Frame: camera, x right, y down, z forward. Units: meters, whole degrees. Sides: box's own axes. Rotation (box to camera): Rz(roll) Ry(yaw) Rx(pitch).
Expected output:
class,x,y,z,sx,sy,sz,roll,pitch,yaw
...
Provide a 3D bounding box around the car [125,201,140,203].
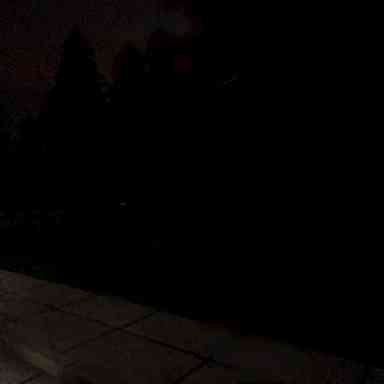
class,x,y,z,sx,sy,sz,roll,pitch,yaw
car,-8.462,1.805,52.385,2.128,1.511,4.902,-1,0,36
